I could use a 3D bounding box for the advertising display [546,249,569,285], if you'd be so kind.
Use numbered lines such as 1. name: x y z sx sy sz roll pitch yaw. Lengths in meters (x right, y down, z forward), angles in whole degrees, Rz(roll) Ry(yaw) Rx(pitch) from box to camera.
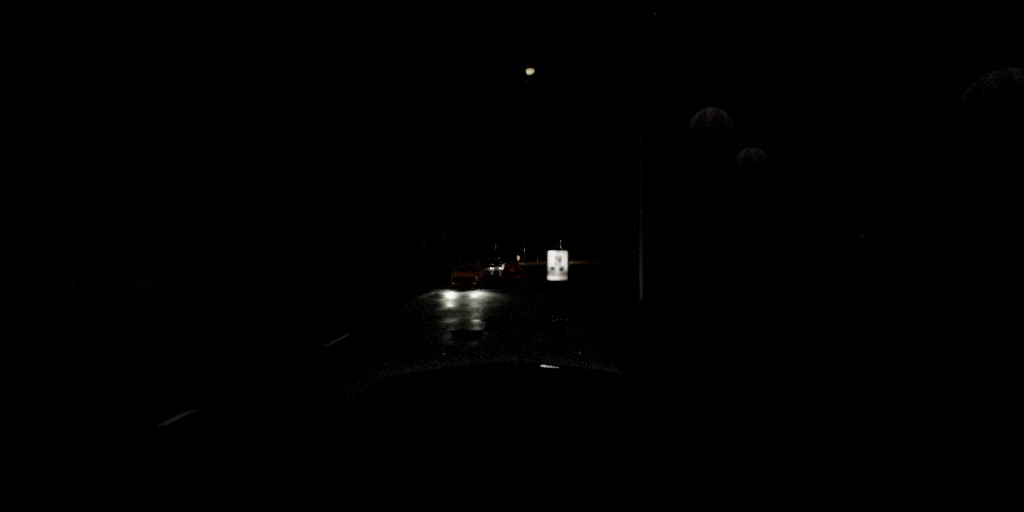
1. advertising display: 3.124 0.780 24.756 1.540 2.440 0.280 0 0 0

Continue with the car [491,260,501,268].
1. car: -2.767 1.414 65.336 1.837 1.490 4.892 0 0 0

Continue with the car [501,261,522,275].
1. car: 0.037 1.275 39.319 1.882 1.535 5.008 0 0 0

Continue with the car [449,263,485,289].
1. car: -2.849 1.232 23.452 1.882 1.535 5.008 0 0 0
